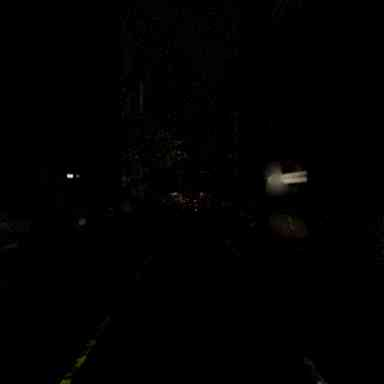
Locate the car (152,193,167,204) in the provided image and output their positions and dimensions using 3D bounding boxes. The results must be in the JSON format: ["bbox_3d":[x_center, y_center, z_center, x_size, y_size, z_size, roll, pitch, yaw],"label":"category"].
[{"bbox_3d":[-5.466,1.131,50.764,2.192,1.841,5.009,0,0,0],"label":"car"}]

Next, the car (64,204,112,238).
[{"bbox_3d":[-5.732,1.361,16.928,1.967,1.590,4.097,0,0,0],"label":"car"}]

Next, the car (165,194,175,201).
[{"bbox_3d":[-5.245,1.208,78.961,1.967,1.590,4.097,0,0,0],"label":"car"}]

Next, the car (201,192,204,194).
[{"bbox_3d":[3.104,1.125,56.328,2.192,1.841,5.009,0,0,0],"label":"car"}]

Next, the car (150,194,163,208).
[{"bbox_3d":[-5.511,1.376,45.125,1.887,1.381,4.507,0,0,0],"label":"car"}]

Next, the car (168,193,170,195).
[{"bbox_3d":[-5.377,1.368,62.043,1.802,1.307,4.206,0,0,0],"label":"car"}]

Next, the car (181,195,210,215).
[{"bbox_3d":[0.345,1.368,32.140,2.128,1.511,4.902,0,0,0],"label":"car"}]

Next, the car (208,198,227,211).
[{"bbox_3d":[2.970,1.424,39.411,1.947,1.339,4.313,0,0,0],"label":"car"}]

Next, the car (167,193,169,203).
[{"bbox_3d":[-5.422,1.366,56.405,1.947,1.339,4.313,0,0,0],"label":"car"}]

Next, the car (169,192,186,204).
[{"bbox_3d":[-2.577,1.270,60.498,1.882,1.535,5.008,0,0,1],"label":"car"}]

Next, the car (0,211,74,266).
[{"bbox_3d":[-5.776,1.525,11.290,1.802,1.307,4.206,0,0,0],"label":"car"}]

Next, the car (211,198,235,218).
[{"bbox_3d":[2.881,1.436,28.134,1.887,1.381,4.507,0,0,0],"label":"car"}]

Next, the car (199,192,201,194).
[{"bbox_3d":[3.324,1.319,84.520,1.887,1.381,4.507,0,0,0],"label":"car"}]

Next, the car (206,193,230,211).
[{"bbox_3d":[2.926,1.189,33.773,2.192,1.841,5.009,0,0,0],"label":"car"}]

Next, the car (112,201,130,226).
[{"bbox_3d":[-5.688,1.482,22.568,1.802,1.307,4.206,0,0,0],"label":"car"}]

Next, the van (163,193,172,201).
[{"bbox_3d":[-5.290,1.114,73.321,1.690,1.788,3.998,0,0,0],"label":"van"}]

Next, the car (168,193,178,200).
[{"bbox_3d":[-5.156,1.075,90.240,2.192,1.841,5.009,0,0,0],"label":"car"}]

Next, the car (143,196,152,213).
[{"bbox_3d":[-5.599,1.430,33.847,1.947,1.339,4.313,0,0,0],"label":"car"}]

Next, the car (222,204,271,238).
[{"bbox_3d":[2.793,1.497,16.857,1.947,1.339,4.313,0,0,0],"label":"car"}]

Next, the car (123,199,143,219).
[{"bbox_3d":[-5.644,1.407,28.037,1.752,1.417,4.829,0,0,0],"label":"car"}]
